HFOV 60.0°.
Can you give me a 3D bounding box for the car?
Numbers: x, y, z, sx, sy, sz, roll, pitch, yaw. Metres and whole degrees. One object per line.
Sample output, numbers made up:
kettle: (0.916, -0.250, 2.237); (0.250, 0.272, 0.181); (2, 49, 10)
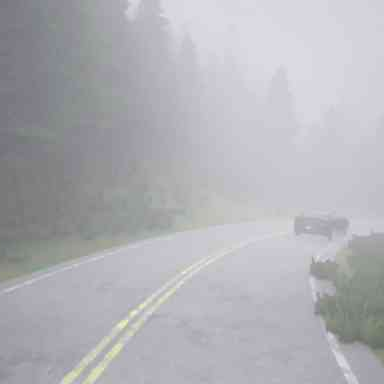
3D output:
car: (7.330, 1.677, 18.565); (1.882, 1.535, 5.008); (4, 1, 38)
